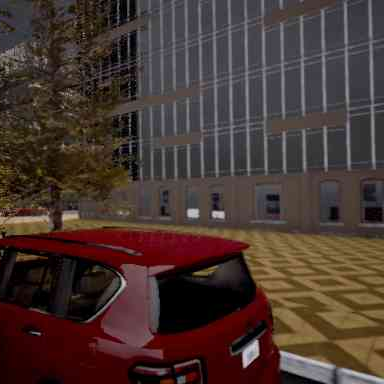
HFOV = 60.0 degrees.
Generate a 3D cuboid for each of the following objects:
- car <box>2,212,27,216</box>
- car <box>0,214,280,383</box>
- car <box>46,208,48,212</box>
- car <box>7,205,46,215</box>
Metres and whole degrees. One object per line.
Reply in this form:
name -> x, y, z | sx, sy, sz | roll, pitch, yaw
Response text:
car -> -6.013, 1.416, 7.186 | 5.009, 1.841, 2.192 | -1, -1, 36
car -> -1.490, 1.353, 3.953 | 5.009, 1.841, 2.192 | -1, -1, 36
car -> -23.740, 2.536, 48.814 | 1.752, 1.417, 4.829 | -3, -2, 35
car -> -20.094, 2.192, 39.557 | 1.967, 1.590, 4.097 | -3, -2, 35
